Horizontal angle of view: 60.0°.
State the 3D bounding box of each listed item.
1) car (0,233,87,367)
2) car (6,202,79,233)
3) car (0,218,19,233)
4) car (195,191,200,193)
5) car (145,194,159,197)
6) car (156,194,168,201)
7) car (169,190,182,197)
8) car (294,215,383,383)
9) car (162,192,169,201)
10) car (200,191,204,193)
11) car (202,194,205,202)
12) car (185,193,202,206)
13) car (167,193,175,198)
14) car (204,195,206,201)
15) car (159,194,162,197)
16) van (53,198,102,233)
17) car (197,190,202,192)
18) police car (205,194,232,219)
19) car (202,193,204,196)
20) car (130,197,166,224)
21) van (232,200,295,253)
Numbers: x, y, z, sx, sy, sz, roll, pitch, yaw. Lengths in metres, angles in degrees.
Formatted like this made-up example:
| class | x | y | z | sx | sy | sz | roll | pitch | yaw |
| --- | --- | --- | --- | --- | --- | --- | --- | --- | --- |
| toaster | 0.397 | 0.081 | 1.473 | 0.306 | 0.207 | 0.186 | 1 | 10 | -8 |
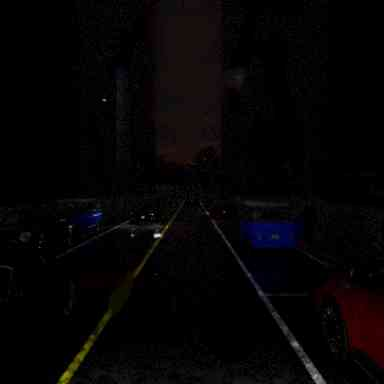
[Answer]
| class | x | y | z | sx | sy | sz | roll | pitch | yaw |
| --- | --- | --- | --- | --- | --- | --- | --- | --- | --- |
| car | -3.075 | 1.568 | 4.555 | 1.895 | 1.301 | 4.718 | 0 | 0 | 0 |
| car | -5.776 | 1.356 | 11.763 | 1.967 | 1.590 | 4.097 | -1 | 0 | 0 |
| car | -5.775 | 1.495 | 6.879 | 1.887 | 1.381 | 4.507 | -1 | 0 | 0 |
| car | -0.005 | 1.052 | 59.578 | 1.837 | 1.490 | 4.892 | 0 | 0 | 0 |
| car | -5.779 | 1.232 | 42.736 | 1.887 | 1.381 | 4.507 | -1 | 0 | 0 |
| car | -5.781 | 1.071 | 64.247 | 1.947 | 1.339 | 4.313 | -1 | 0 | 0 |
| car | -3.009 | 0.699 | 64.350 | 2.033 | 1.411 | 5.357 | 0 | 1 | 0 |
| car | 2.774 | 1.295 | 2.786 | 2.192 | 1.841 | 5.009 | -1 | 0 | 0 |
| car | -5.780 | 1.104 | 58.868 | 2.008 | 1.369 | 4.403 | -1 | 0 | 0 |
| car | 2.745 | 1.076 | 59.213 | 1.752 | 1.417 | 4.829 | -1 | 1 | 0 |
| car | 2.747 | 1.248 | 43.436 | 1.947 | 1.339 | 4.313 | -1 | 0 | 0 |
| car | 0.003 | 1.213 | 47.648 | 1.994 | 1.385 | 4.181 | 0 | 1 | 0 |
| car | -5.783 | 0.829 | 91.216 | 1.802 | 1.307 | 4.206 | -1 | 1 | 0 |
| car | 2.747 | 1.289 | 38.233 | 1.947 | 1.339 | 4.313 | -1 | 0 | 0 |
| car | -5.779 | 1.227 | 48.113 | 1.802 | 1.307 | 4.206 | -1 | 0 | 0 |
| van | -5.778 | 1.222 | 16.649 | 1.690 | 1.788 | 3.998 | -1 | 0 | 0 |
| car | 2.742 | 0.771 | 91.395 | 1.752 | 1.417 | 4.829 | -1 | 1 | 0 |
| police car | 2.362 | 1.233 | 26.850 | 1.930 | 1.638 | 5.238 | 0 | 0 | 0 |
| car | 2.746 | 1.192 | 48.638 | 2.008 | 1.369 | 4.403 | -1 | 0 | 0 |
| car | -3.103 | 1.337 | 23.443 | 1.837 | 1.490 | 4.892 | 0 | 0 | 0 |
| van | 2.785 | 1.249 | 12.961 | 1.690 | 1.788 | 3.998 | -1 | 0 | 0 |
